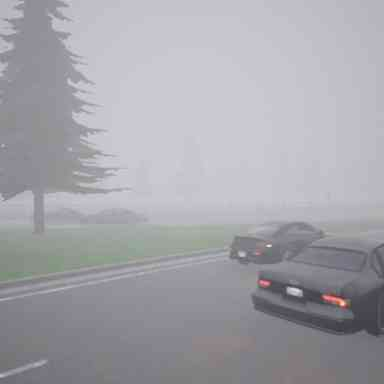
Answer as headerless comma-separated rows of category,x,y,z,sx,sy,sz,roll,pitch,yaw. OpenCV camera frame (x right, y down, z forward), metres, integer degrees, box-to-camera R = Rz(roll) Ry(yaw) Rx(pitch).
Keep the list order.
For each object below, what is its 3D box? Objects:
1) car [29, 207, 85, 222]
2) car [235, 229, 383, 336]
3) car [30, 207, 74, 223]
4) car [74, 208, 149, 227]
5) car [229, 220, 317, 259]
car,-13.057,2.134,32.468,4.718,1.301,1.895,0,-1,-7
car,3.498,1.621,6.864,5.357,1.411,2.033,0,-1,-41
car,-11.496,2.079,29.153,4.718,1.301,1.895,0,-1,-6
car,-6.109,1.948,26.221,5.357,1.411,2.033,0,-1,-7
car,3.259,1.659,11.239,4.674,1.442,1.812,0,-1,-39
